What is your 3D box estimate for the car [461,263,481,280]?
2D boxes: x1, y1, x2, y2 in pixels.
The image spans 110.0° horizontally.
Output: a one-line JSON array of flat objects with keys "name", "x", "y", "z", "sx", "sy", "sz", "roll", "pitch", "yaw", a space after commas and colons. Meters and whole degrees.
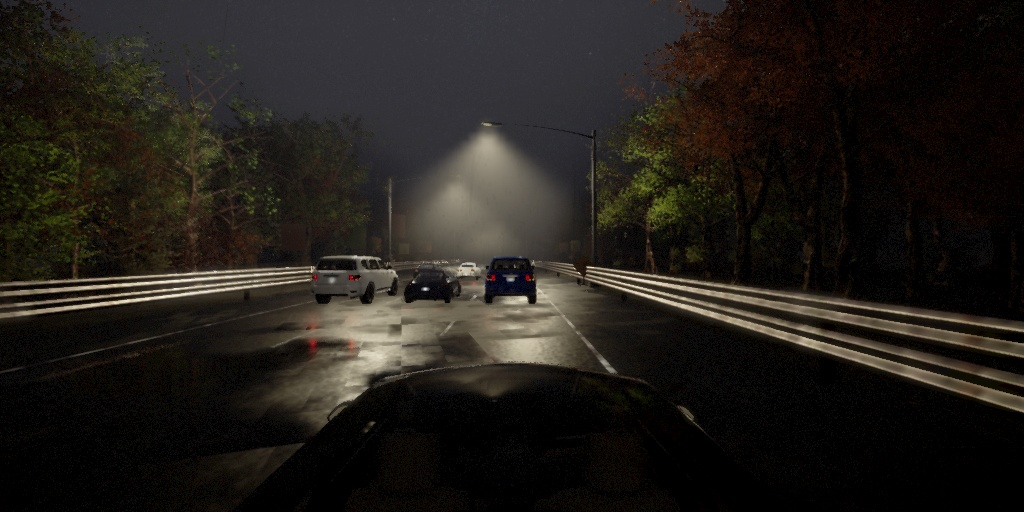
[{"name": "car", "x": -3.800, "y": 1.326, "z": 31.771, "sx": 1.812, "sy": 1.442, "sz": 4.674, "roll": 0, "pitch": 0, "yaw": -1}]

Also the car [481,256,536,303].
[{"name": "car", "x": -0.077, "y": 1.021, "z": 16.785, "sx": 2.150, "sy": 2.045, "sz": 5.566, "roll": 0, "pitch": 0, "yaw": -1}]

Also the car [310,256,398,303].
[{"name": "car", "x": -7.076, "y": 1.020, "z": 16.716, "sx": 2.150, "sy": 2.045, "sz": 5.566, "roll": 0, "pitch": 0, "yaw": -1}]

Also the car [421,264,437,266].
[{"name": "car", "x": -7.299, "y": 1.365, "z": 31.701, "sx": 1.994, "sy": 1.385, "sz": 4.181, "roll": 0, "pitch": 0, "yaw": -1}]

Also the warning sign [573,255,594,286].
[{"name": "warning sign", "x": 4.413, "y": 0.887, "z": 22.022, "sx": 1.300, "sy": 1.860, "sz": 1.060, "roll": 0, "pitch": 0, "yaw": -1}]

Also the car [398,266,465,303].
[{"name": "car", "x": -3.576, "y": 1.335, "z": 16.719, "sx": 1.994, "sy": 1.385, "sz": 4.181, "roll": 0, "pitch": 0, "yaw": -1}]
